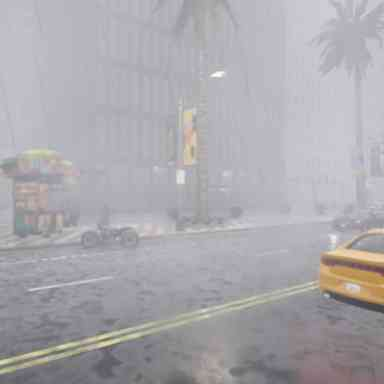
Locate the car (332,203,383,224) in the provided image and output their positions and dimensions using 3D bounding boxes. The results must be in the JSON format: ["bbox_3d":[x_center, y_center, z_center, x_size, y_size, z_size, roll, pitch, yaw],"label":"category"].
[{"bbox_3d":[10.358,1.615,19.983,4.674,1.442,1.812,0,0,-35],"label":"car"}]

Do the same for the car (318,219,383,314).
[{"bbox_3d":[4.804,1.513,7.181,5.008,1.535,1.882,0,0,-35],"label":"car"}]
